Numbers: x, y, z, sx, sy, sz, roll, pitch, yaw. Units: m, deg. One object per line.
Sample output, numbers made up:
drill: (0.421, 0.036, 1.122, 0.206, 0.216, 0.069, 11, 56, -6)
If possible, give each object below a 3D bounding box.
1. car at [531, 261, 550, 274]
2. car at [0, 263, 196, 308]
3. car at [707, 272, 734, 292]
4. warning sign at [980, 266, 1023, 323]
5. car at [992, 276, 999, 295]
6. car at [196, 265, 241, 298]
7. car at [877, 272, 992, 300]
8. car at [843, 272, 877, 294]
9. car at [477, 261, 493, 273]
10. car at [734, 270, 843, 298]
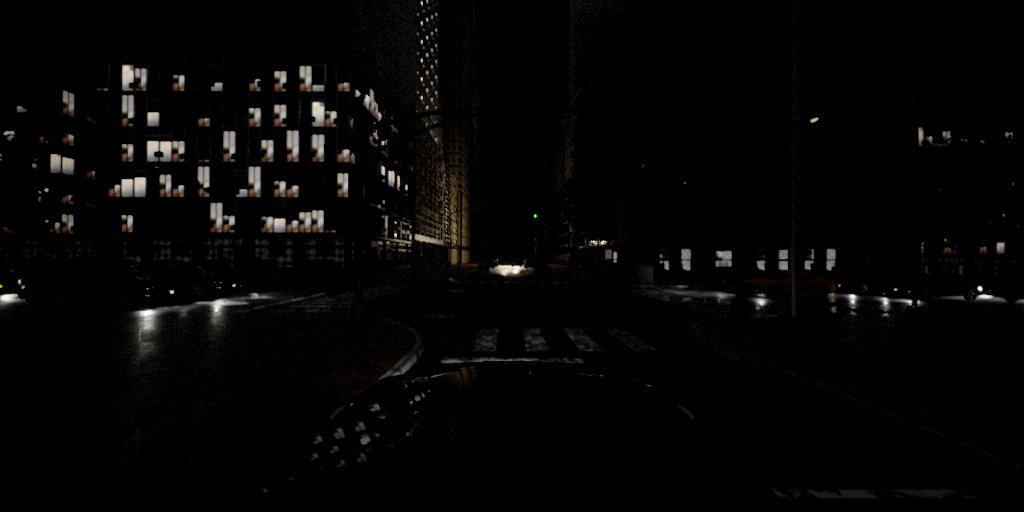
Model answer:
car: (3.838, 1.634, 46.155, 1.948, 1.339, 4.313, 0, 0, 0)
car: (-15.382, 1.080, 13.561, 4.892, 1.490, 1.837, 1, 0, -3)
car: (16.302, 1.705, 25.051, 5.008, 1.535, 1.882, 1, 0, -3)
warning sign: (17.254, 1.277, 12.379, 1.060, 1.860, 1.300, 0, 0, -3)
car: (35.481, 2.141, 25.964, 4.181, 1.385, 1.994, 1, 0, -2)
car: (-15.536, 1.099, 16.807, 4.892, 1.490, 1.837, 1, 0, -3)
car: (26.113, 1.890, 22.271, 4.892, 1.490, 1.837, 1, 0, -3)
car: (25.599, 1.902, 25.499, 4.892, 1.490, 1.837, 1, 0, -3)
car: (-4.126, 1.685, 51.632, 1.802, 1.307, 4.207, 0, 0, 0)
car: (16.714, 1.691, 21.817, 5.008, 1.535, 1.882, 1, 0, -3)
